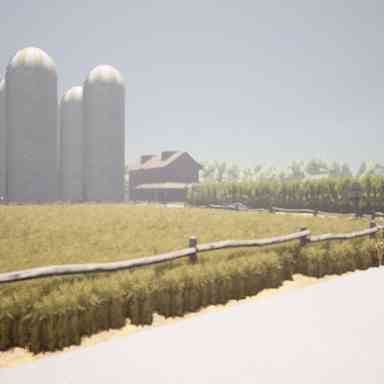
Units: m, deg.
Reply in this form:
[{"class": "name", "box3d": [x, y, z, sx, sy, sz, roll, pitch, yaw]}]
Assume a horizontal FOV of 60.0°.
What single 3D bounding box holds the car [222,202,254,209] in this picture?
[{"class": "car", "box3d": [4.649, 1.772, 34.693, 1.994, 1.385, 4.181, 0, 0, -36]}]
